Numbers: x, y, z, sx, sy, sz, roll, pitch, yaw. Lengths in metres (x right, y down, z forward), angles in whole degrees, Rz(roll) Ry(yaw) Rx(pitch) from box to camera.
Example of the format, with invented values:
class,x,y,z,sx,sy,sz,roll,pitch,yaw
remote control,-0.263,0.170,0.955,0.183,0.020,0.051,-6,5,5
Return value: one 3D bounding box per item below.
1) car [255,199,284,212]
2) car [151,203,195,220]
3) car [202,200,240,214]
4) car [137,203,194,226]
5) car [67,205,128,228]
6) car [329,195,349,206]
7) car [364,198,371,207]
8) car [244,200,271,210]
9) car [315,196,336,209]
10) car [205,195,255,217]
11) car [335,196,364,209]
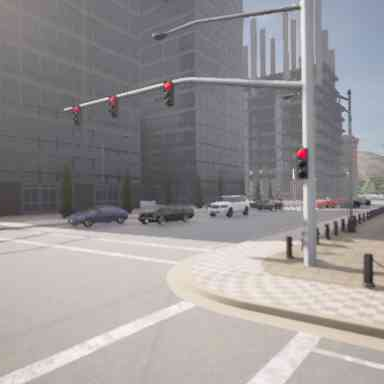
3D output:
class,x,y,z,sx,sy,sz,roll,pitch,yaw
car,9.887,1.626,41.584,1.882,1.535,5.008,-1,-1,36
car,-1.715,1.758,31.497,1.994,1.385,4.181,-1,-1,36
car,3.427,1.685,38.623,2.128,1.511,4.902,-1,-1,36
car,-1.927,1.750,25.219,1.895,1.301,4.718,-1,-1,36
car,-6.797,1.720,24.463,1.812,1.442,4.674,-1,-1,38
car,24.819,1.452,56.006,2.097,1.767,4.553,-1,-1,36
car,27.752,1.603,54.082,2.033,1.411,5.357,-1,-1,36
car,9.276,1.793,46.704,1.895,1.301,4.718,-1,-1,36
car,18.891,1.453,47.772,2.097,1.767,4.553,-1,-1,36
car,3.781,1.371,33.135,2.150,2.045,5.566,-1,-1,36
car,21.819,1.548,45.846,2.128,1.511,4.902,-1,-1,36
